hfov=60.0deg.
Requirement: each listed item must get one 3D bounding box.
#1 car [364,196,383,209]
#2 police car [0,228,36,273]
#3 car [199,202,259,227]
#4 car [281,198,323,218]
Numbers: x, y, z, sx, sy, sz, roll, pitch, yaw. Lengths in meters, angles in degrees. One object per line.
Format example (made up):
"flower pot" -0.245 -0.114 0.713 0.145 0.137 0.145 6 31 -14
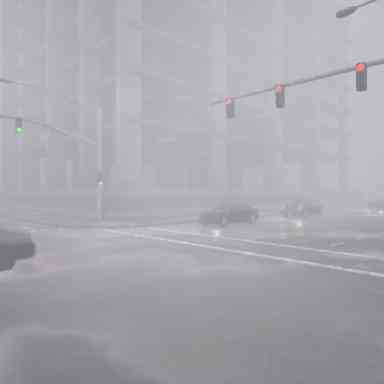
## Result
"car" 25.170 1.600 44.606 4.718 1.301 1.895 0 0 -43
"police car" -7.019 1.509 8.879 4.974 1.542 2.038 0 0 -44
"car" 2.628 1.477 23.104 5.008 1.535 1.882 0 0 -44
"car" 10.019 1.352 30.175 4.553 1.767 2.097 0 0 -44
